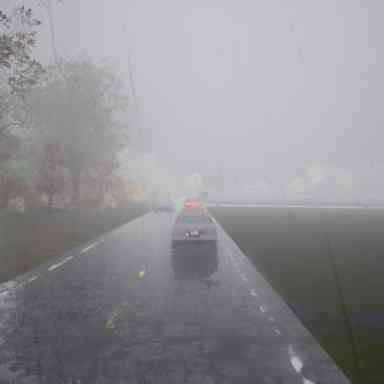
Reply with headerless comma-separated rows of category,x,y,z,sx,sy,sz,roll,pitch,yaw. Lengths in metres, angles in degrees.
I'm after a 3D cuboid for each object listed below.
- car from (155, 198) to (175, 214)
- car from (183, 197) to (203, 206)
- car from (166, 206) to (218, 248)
car,-2.761,1.467,35.127,1.882,1.535,5.008,0,0,0
car,0.091,1.336,34.501,2.097,1.767,4.553,0,0,0
car,0.096,1.539,14.577,2.033,1.411,5.357,0,0,0
